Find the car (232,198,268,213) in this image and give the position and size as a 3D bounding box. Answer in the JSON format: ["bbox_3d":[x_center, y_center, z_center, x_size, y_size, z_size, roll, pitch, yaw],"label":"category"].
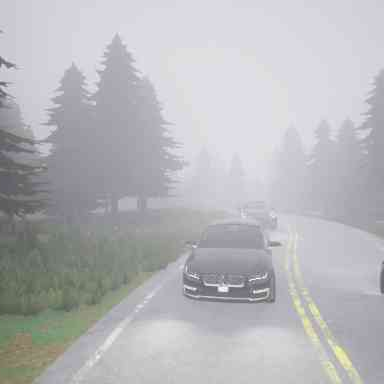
[{"bbox_3d":[6.149,1.412,35.719,1.837,1.490,4.892,2,-1,-16],"label":"car"}]

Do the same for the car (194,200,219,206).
[{"bbox_3d":[1.851,1.799,44.838,1.812,1.442,4.674,3,-5,-35],"label":"car"}]

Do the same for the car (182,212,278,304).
[{"bbox_3d":[1.078,1.496,8.390,1.837,1.490,4.892,-1,0,12],"label":"car"}]

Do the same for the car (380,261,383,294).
[{"bbox_3d":[4.486,1.309,4.625,2.097,1.767,4.553,-1,0,8],"label":"car"}]

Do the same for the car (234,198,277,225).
[{"bbox_3d":[3.845,1.271,20.346,2.097,1.767,4.553,-1,0,5],"label":"car"}]
